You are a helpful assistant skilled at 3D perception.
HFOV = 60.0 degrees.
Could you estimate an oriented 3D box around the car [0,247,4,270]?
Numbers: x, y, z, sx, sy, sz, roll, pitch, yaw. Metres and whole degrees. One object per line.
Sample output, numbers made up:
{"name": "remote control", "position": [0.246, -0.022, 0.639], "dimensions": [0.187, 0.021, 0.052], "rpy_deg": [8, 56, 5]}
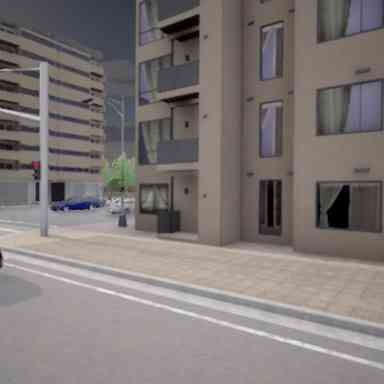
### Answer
{"name": "car", "position": [-6.876, 1.474, 8.882], "dimensions": [4.181, 1.385, 1.994], "rpy_deg": [1, 0, 36]}

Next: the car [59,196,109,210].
{"name": "car", "position": [-12.547, 1.268, 38.917], "dimensions": [2.033, 1.411, 5.357], "rpy_deg": [1, 0, 35]}

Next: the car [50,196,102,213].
{"name": "car", "position": [-11.896, 1.229, 33.736], "dimensions": [1.882, 1.535, 5.008], "rpy_deg": [1, 1, 35]}

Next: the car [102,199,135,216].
{"name": "car", "position": [-5.550, 1.338, 30.336], "dimensions": [1.812, 1.442, 4.674], "rpy_deg": [1, 0, 35]}
